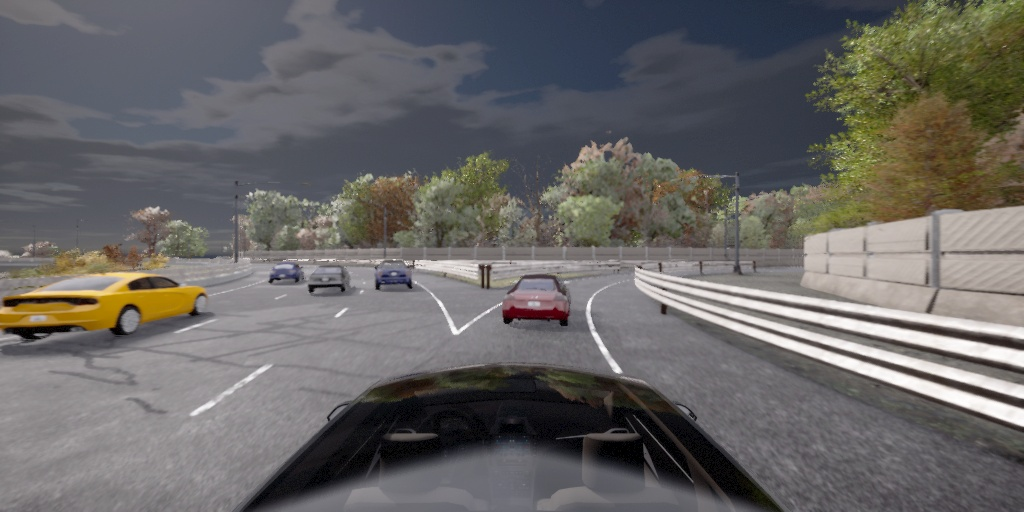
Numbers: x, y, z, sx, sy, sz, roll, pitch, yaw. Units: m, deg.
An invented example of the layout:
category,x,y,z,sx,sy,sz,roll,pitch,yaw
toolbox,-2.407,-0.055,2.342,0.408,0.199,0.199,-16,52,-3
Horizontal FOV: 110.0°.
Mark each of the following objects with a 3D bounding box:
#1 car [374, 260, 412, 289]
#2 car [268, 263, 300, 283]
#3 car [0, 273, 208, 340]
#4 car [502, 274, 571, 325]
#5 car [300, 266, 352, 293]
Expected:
category,x,y,z,sx,sy,sz,roll,pitch,yaw
car,-7.620,1.060,22.896,2.097,1.767,4.553,0,0,-21
car,-16.858,1.219,26.944,1.812,1.442,4.674,0,0,-24
car,-10.771,1.205,10.077,1.882,1.535,5.008,0,0,-15
car,0.946,1.297,11.907,1.994,1.385,4.181,0,0,10
car,-10.475,1.256,20.800,2.033,1.411,5.357,0,0,-20
